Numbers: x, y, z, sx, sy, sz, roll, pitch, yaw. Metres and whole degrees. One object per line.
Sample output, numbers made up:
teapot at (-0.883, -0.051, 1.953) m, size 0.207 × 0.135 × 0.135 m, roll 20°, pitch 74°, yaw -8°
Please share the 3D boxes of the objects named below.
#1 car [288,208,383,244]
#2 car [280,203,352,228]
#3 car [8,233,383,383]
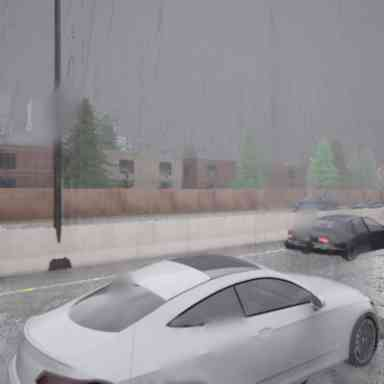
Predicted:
car at (5.679, 1.532, 12.103) m, size 5.357 × 1.411 × 2.033 m, roll 0°, pitch 0°, yaw -36°
car at (8.653, 1.520, 23.074) m, size 5.357 × 1.411 × 2.033 m, roll 0°, pitch 0°, yaw -36°
car at (0.426, 1.523, 4.063) m, size 4.674 × 1.442 × 1.812 m, roll 0°, pitch 0°, yaw -35°
